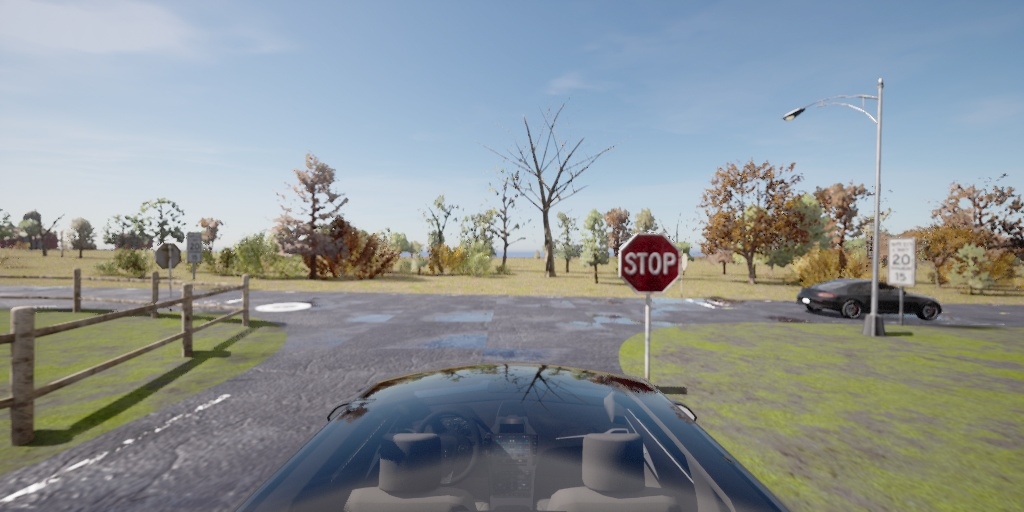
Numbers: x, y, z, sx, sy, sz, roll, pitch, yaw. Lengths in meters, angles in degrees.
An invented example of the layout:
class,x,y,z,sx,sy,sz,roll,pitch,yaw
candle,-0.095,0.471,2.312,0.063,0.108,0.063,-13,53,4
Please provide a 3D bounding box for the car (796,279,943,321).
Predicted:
class,x,y,z,sx,sy,sz,roll,pitch,yaw
car,13.918,1.643,14.148,4.674,1.442,1.812,1,1,0
